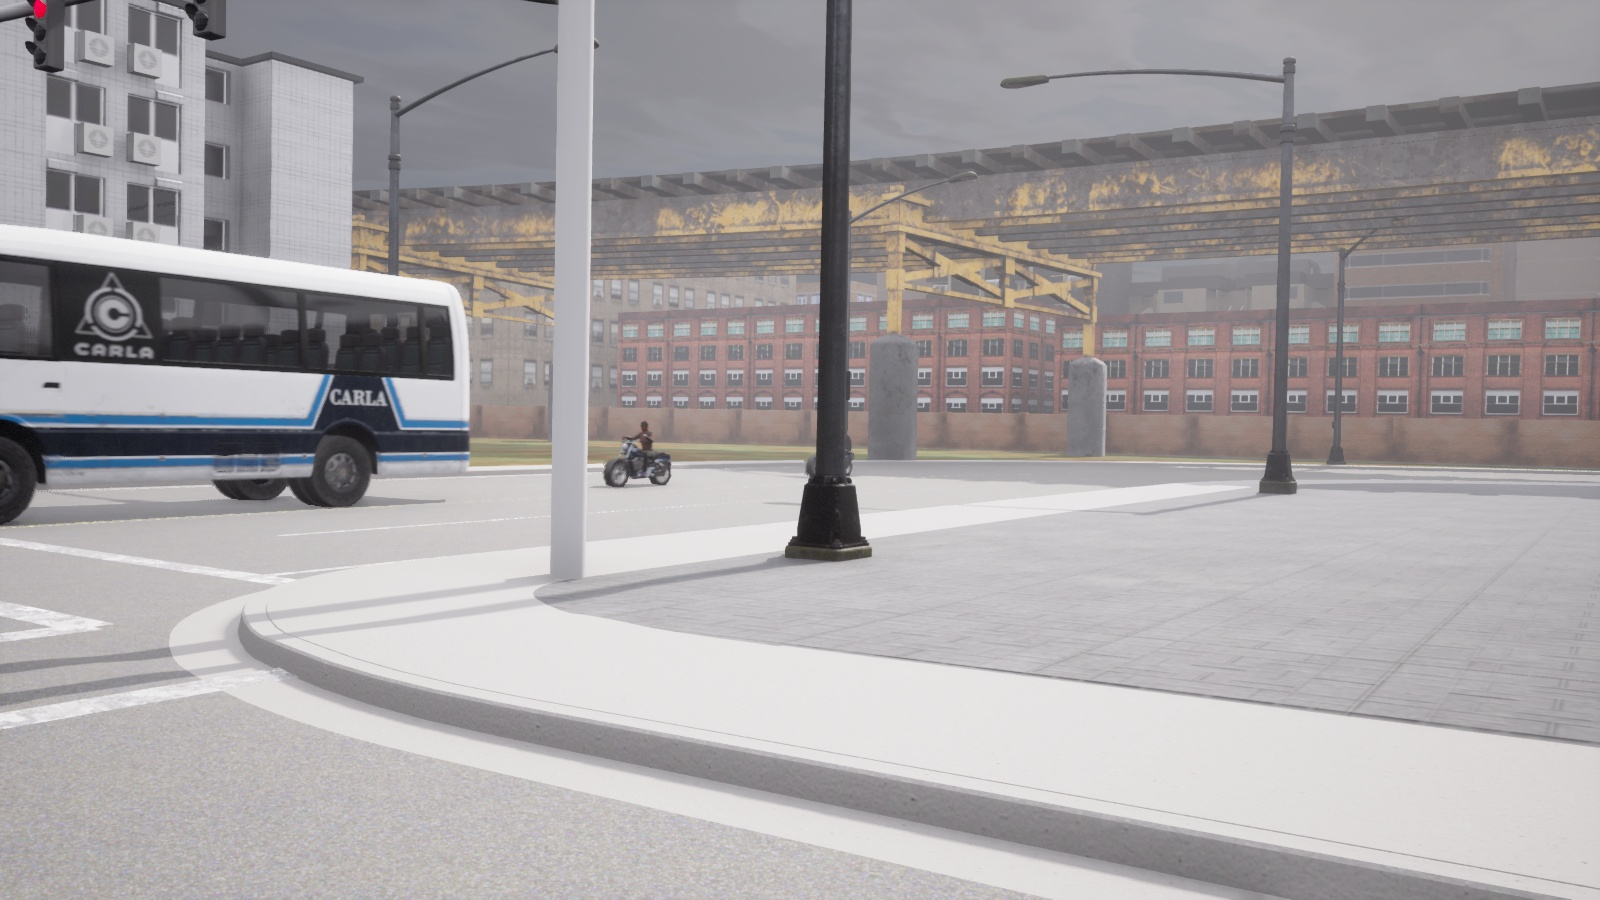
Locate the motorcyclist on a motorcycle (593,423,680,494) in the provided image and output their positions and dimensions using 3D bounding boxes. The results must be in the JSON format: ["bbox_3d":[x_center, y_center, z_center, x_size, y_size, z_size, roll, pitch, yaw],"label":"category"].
[{"bbox_3d":[-3.940,0.165,30.460,0.766,1.649,2.350,1,2,33],"label":"motorcyclist on a motorcycle"}]

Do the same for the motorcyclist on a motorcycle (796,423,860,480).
[{"bbox_3d":[0.859,0.015,37.886,0.766,1.649,2.350,1,2,34],"label":"motorcyclist on a motorcycle"}]

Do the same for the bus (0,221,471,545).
[{"bbox_3d":[-10.554,-0.954,20.115,3.944,4.253,10.273,1,1,33],"label":"bus"}]
